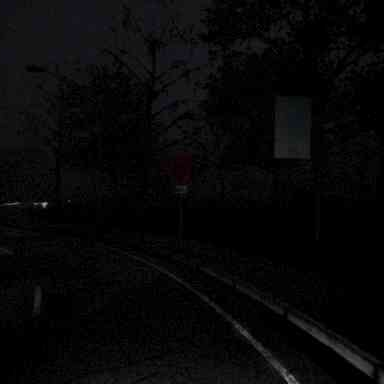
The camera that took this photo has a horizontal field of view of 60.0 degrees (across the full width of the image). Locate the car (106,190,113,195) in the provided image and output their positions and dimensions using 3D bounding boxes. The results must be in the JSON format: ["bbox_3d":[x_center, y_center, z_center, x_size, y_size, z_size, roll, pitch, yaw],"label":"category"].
[{"bbox_3d":[-22.749,0.133,89.496,2.033,1.411,5.357,-1,1,1],"label":"car"}]

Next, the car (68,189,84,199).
[{"bbox_3d":[-26.127,0.388,75.139,2.150,2.045,5.566,-1,1,0],"label":"car"}]

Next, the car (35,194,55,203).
[{"bbox_3d":[-26.258,1.100,59.430,1.837,1.490,4.892,-1,1,1],"label":"car"}]

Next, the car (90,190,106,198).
[{"bbox_3d":[-22.840,0.363,79.462,2.097,1.767,4.553,-1,1,1],"label":"car"}]
